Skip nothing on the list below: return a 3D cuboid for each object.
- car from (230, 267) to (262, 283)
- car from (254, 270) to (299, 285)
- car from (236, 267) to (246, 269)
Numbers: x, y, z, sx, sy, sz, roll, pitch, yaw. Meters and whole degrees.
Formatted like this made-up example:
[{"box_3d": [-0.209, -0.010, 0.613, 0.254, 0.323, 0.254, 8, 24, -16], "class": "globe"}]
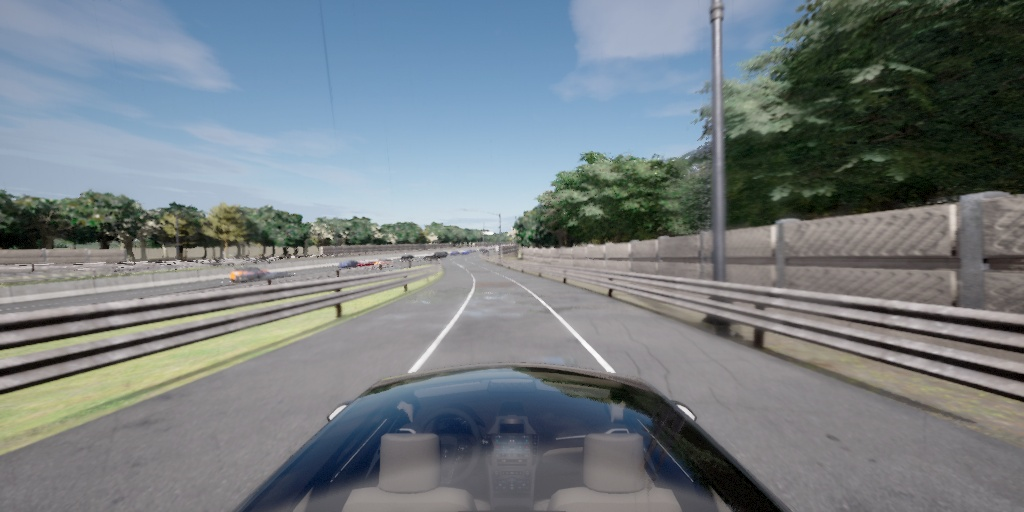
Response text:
[{"box_3d": [-30.117, 2.416, 42.713, 2.033, 1.411, 5.357, 0, 3, 9], "class": "car"}, {"box_3d": [-26.785, 2.454, 41.345, 1.994, 1.385, 4.181, 0, 3, 9], "class": "car"}, {"box_3d": [-33.200, 2.134, 45.702, 2.097, 1.767, 4.553, 0, 3, 9], "class": "car"}]
